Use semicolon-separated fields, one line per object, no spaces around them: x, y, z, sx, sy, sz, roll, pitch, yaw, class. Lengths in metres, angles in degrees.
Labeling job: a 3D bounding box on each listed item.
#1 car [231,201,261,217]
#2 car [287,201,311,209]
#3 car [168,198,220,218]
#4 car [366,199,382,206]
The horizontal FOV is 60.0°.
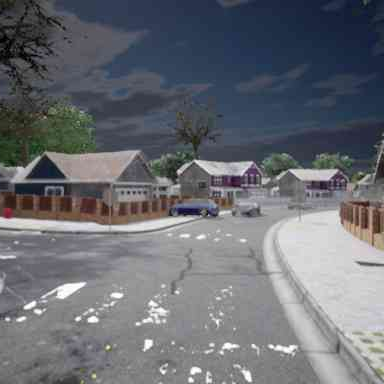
5.309;1.608;32.095;1.812;1.442;4.674;0;0;27;car
15.145;1.806;47.095;1.895;1.301;4.718;1;0;41;car
0.106;1.370;29.755;4.553;1.767;2.097;-1;-1;30;car
34.307;2.003;63.310;4.181;1.385;1.994;1;0;-33;car
